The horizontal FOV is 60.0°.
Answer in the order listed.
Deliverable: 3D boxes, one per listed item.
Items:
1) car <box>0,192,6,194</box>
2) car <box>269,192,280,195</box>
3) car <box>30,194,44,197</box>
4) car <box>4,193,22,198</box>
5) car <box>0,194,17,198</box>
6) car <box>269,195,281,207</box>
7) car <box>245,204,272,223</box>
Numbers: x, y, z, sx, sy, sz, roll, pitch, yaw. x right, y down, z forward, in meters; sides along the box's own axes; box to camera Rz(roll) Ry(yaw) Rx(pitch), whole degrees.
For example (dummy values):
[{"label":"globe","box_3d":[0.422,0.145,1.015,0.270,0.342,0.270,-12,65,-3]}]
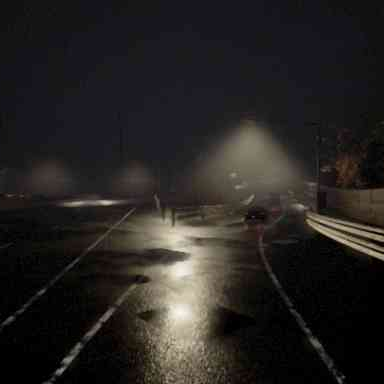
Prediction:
[{"label":"car","box_3d":[-35.906,0.974,60.941,2.150,2.045,5.566,0,0,-7]},{"label":"car","box_3d":[17.611,1.019,71.094,2.150,2.045,5.566,1,4,12]},{"label":"car","box_3d":[-29.010,1.149,62.240,2.097,1.767,4.553,0,0,-7]},{"label":"car","box_3d":[-32.473,1.320,61.709,1.994,1.385,4.181,0,0,-7]},{"label":"car","box_3d":[-27.351,1.325,47.471,1.812,1.442,4.674,0,0,-6]},{"label":"car","box_3d":[15.220,1.890,61.305,1.837,1.490,4.892,1,2,14]},{"label":"car","box_3d":[6.409,2.173,32.764,1.812,1.442,4.674,1,-1,19]}]
